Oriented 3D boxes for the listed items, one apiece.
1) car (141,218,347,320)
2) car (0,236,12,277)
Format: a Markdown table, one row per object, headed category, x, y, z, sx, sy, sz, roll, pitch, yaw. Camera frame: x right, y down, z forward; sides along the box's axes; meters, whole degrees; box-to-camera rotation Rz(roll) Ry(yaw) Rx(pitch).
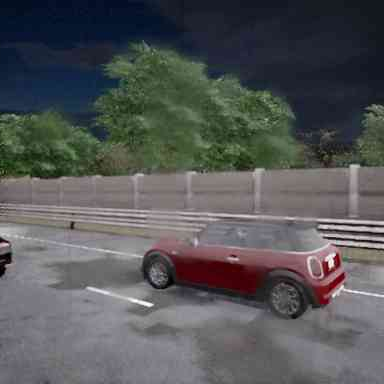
| category | x | y | z | sx | sy | sz | roll | pitch | yaw |
| --- | --- | --- | --- | --- | --- | --- | --- | --- | --- |
| car | 0.956 | 1.384 | 7.649 | 4.553 | 1.767 | 2.097 | 0 | 0 | 36 |
| car | -6.724 | 1.496 | 8.964 | 4.902 | 1.511 | 2.128 | 0 | 0 | 36 |
